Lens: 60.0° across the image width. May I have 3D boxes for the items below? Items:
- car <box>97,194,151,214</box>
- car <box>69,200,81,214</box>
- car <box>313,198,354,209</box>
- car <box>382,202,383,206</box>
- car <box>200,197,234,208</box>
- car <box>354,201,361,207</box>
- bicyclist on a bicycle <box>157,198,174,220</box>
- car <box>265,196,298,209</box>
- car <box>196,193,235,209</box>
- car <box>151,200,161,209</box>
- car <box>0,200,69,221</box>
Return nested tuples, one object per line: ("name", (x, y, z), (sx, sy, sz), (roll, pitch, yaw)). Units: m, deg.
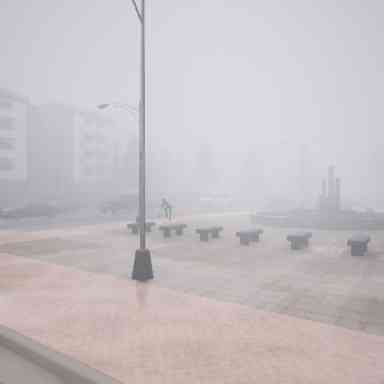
("car", (-7.519, 1.221, 36.212), (2.150, 2.045, 5.566), (0, 0, 40))
("car", (-13.568, 1.526, 33.952), (1.812, 1.442, 4.674), (0, 0, 36))
("car", (18.525, 1.505, 44.302), (4.892, 1.490, 1.837), (0, 0, -14))
("car", (28.784, 1.601, 45.450), (4.718, 1.301, 1.895), (0, 0, 1))
("car", (3.734, 1.504, 49.917), (4.892, 1.490, 1.837), (0, 0, -28))
("car", (22.159, 1.601, 48.654), (4.718, 1.301, 1.895), (0, 0, -7))
("bicyclist on a bicycle", (-2.003, 1.301, 24.805), (1.656, 1.620, 0.582), (0, 0, 33))
("car", (12.479, 1.352, 46.104), (4.553, 1.767, 2.097), (0, 0, -22))
("car", (3.254, 1.218, 45.589), (5.566, 2.045, 2.150), (-1, 0, -31))
("car", (-6.313, 1.601, 42.598), (4.718, 1.301, 1.895), (0, 0, -43))
("car", (-13.523, 1.547, 27.988), (2.033, 1.411, 5.357), (0, 0, 33))
